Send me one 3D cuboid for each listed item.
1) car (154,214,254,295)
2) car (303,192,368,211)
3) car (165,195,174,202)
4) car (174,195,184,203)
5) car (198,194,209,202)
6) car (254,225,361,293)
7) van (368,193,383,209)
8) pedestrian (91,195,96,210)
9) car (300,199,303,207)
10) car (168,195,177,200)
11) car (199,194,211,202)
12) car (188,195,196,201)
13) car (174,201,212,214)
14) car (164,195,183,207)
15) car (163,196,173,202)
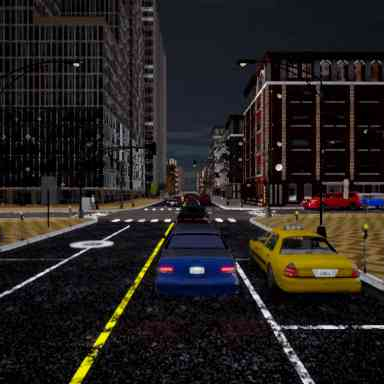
[{"bbox_3d":[0.096,1.547,8.873,2.033,1.411,5.357,0,0,0],"label":"car"},{"bbox_3d":[15.617,1.002,36.445,5.566,2.045,2.150,-1,0,-1],"label":"car"},{"bbox_3d":[-5.322,1.549,80.136,1.887,1.381,4.507,0,0,0],"label":"car"},{"bbox_3d":[-2.754,1.482,71.313,1.882,1.535,5.008,0,0,0],"label":"car"},{"bbox_3d":[2.559,1.319,74.543,2.192,1.841,5.009,0,0,0],"label":"car"},{"bbox_3d":[2.564,1.525,8.711,1.752,1.417,4.829,0,0,0],"label":"car"},{"bbox_3d":[20.967,1.050,38.963,3.998,1.788,1.690,-1,1,-1],"label":"van"},{"bbox_3d":[-12.351,1.270,41.547,0.375,1.860,0.375,0,1,-1],"label":"pedestrian"},{"bbox_3d":[15.311,1.094,38.902,5.009,1.841,2.192,-1,1,-1],"label":"car"},{"bbox_3d":[-5.322,1.557,91.322,2.008,1.369,4.403,0,0,0],"label":"car"},{"bbox_3d":[2.560,1.318,63.357,2.192,1.841,5.009,0,0,0],"label":"car"},{"bbox_3d":[-0.006,1.559,87.873,1.994,1.385,4.181,0,0,0],"label":"car"},{"bbox_3d":[0.083,1.505,18.812,1.837,1.490,4.892,0,0,0],"label":"car"},{"bbox_3d":[-2.847,1.493,51.200,2.128,1.511,4.902,0,0,0],"label":"car"},{"bbox_3d":[-5.321,1.555,74.543,2.008,1.369,4.403,0,0,0],"label":"car"}]
